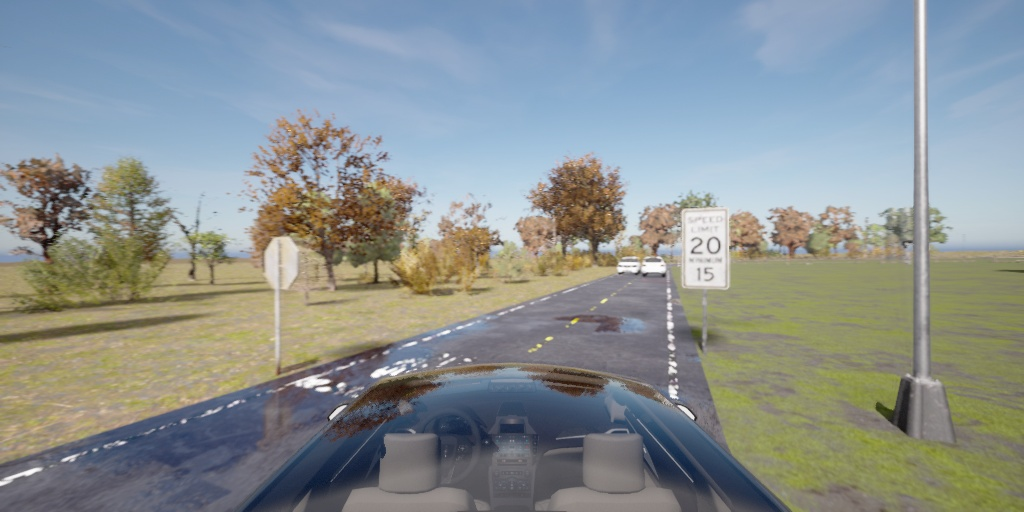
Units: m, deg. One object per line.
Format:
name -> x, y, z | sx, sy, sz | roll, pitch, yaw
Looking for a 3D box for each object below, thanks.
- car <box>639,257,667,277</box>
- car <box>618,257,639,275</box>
car -> 14.970, 1.125, 37.748 | 2.150, 2.045, 5.566 | 0, 0, 24
car -> 13.807, 1.139, 42.125 | 2.150, 2.045, 5.566 | 0, 0, 23
